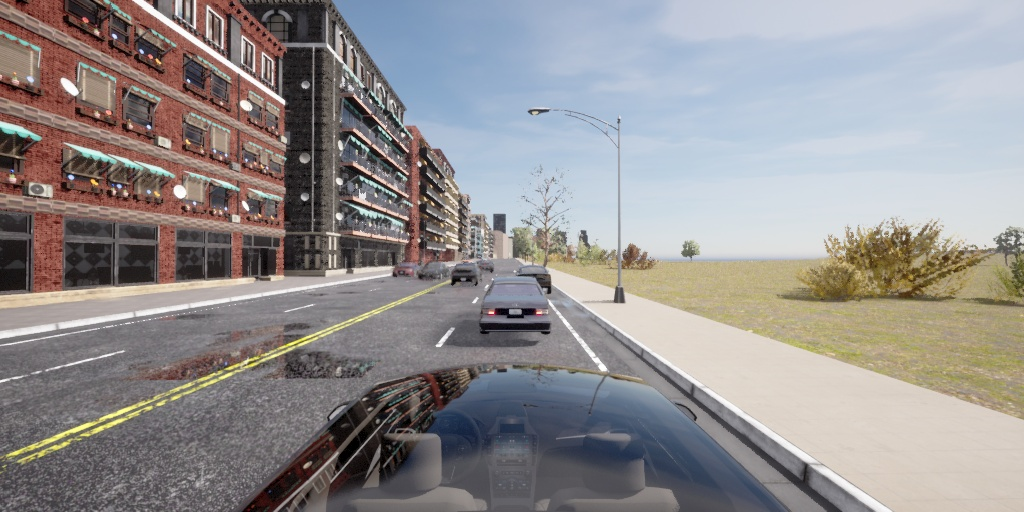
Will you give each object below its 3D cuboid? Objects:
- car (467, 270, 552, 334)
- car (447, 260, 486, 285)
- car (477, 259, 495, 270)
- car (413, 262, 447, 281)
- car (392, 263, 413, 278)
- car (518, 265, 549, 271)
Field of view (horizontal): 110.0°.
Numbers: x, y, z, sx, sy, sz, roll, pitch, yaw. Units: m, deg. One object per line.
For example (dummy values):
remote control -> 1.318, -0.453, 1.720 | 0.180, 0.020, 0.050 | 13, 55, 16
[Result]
car -> 0.094, 1.299, 10.553 | 2.033, 1.411, 5.357 | 0, 0, 0
car -> -3.173, 1.257, 25.790 | 1.837, 1.490, 4.892 | 0, 0, 0
car -> -3.183, 1.239, 43.954 | 2.128, 1.511, 4.902 | 0, 0, 0
car -> -6.628, 1.257, 30.600 | 1.837, 1.490, 4.892 | 0, 0, 0
car -> -9.880, 1.316, 34.007 | 1.994, 1.385, 4.181 | 0, 0, 0
car -> 1.120, 1.230, 20.316 | 1.882, 1.535, 5.008 | 0, 0, 0
